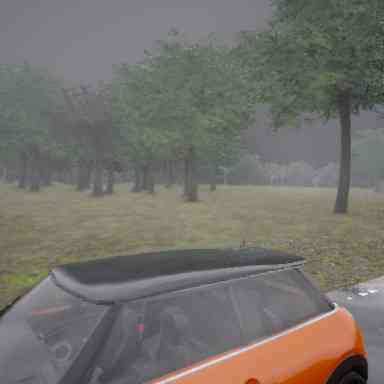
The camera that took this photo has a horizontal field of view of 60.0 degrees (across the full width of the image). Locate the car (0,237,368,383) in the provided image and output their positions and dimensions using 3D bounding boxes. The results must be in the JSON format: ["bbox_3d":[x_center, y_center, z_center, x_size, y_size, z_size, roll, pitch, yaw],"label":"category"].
[{"bbox_3d":[-0.617,1.353,2.630,4.553,1.767,2.097,0,0,-35],"label":"car"}]
